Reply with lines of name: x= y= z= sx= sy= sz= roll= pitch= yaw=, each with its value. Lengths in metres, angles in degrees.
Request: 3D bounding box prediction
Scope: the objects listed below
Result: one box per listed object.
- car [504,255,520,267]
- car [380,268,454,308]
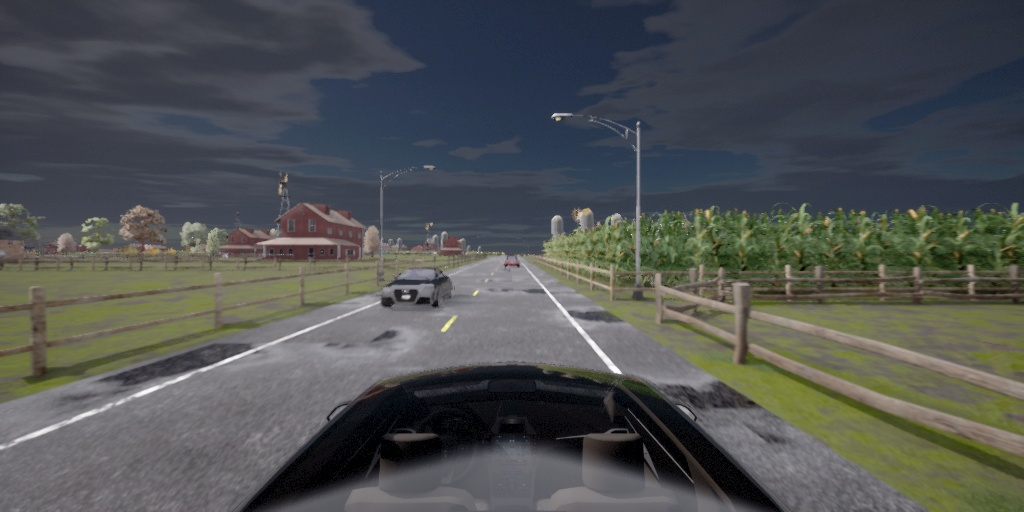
car: x=0.017 y=0.732 z=46.642 sx=1.994 sy=1.385 sz=4.181 roll=0 pitch=1 yaw=0
car: x=-3.527 y=1.149 z=13.960 sx=1.994 sy=1.385 sz=4.181 roll=0 pitch=1 yaw=0
